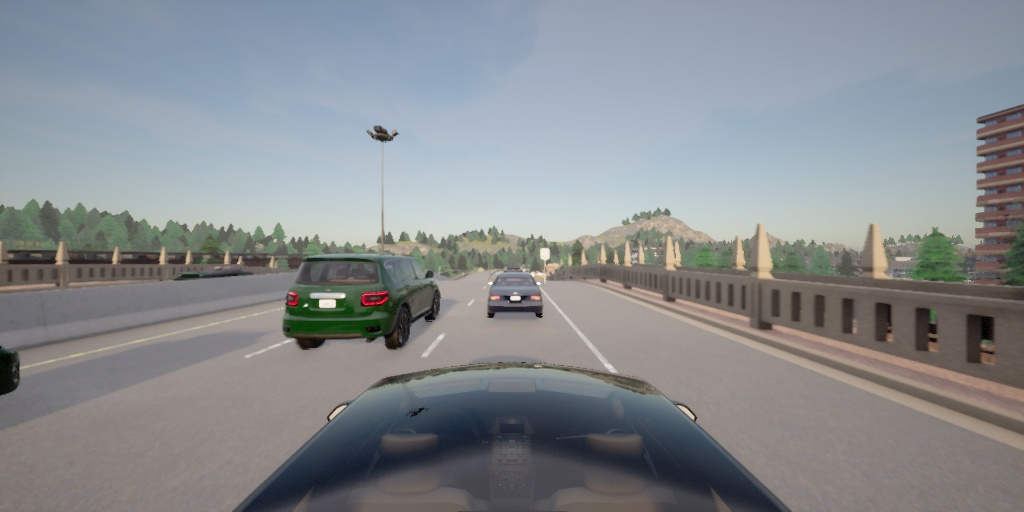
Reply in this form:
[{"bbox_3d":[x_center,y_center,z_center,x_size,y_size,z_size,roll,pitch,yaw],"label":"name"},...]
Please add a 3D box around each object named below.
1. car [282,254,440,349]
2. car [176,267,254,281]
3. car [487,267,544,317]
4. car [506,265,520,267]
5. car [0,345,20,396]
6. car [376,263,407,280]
[{"bbox_3d":[-3.400,0.969,9.289,2.150,2.045,5.566,0,0,0],"label":"car"},{"bbox_3d":[-21.034,1.402,25.624,1.895,1.301,4.718,0,-1,1],"label":"car"},{"bbox_3d":[0.100,1.294,13.124,2.033,1.411,5.357,0,0,0],"label":"car"},{"bbox_3d":[0.098,1.675,35.096,2.128,1.511,4.902,0,-4,0],"label":"car"},{"bbox_3d":[-6.901,0.972,1.755,2.150,2.045,5.566,0,0,0],"label":"car"},{"bbox_3d":[-14.002,1.855,41.923,2.097,1.767,4.553,0,-5,0],"label":"car"}]
